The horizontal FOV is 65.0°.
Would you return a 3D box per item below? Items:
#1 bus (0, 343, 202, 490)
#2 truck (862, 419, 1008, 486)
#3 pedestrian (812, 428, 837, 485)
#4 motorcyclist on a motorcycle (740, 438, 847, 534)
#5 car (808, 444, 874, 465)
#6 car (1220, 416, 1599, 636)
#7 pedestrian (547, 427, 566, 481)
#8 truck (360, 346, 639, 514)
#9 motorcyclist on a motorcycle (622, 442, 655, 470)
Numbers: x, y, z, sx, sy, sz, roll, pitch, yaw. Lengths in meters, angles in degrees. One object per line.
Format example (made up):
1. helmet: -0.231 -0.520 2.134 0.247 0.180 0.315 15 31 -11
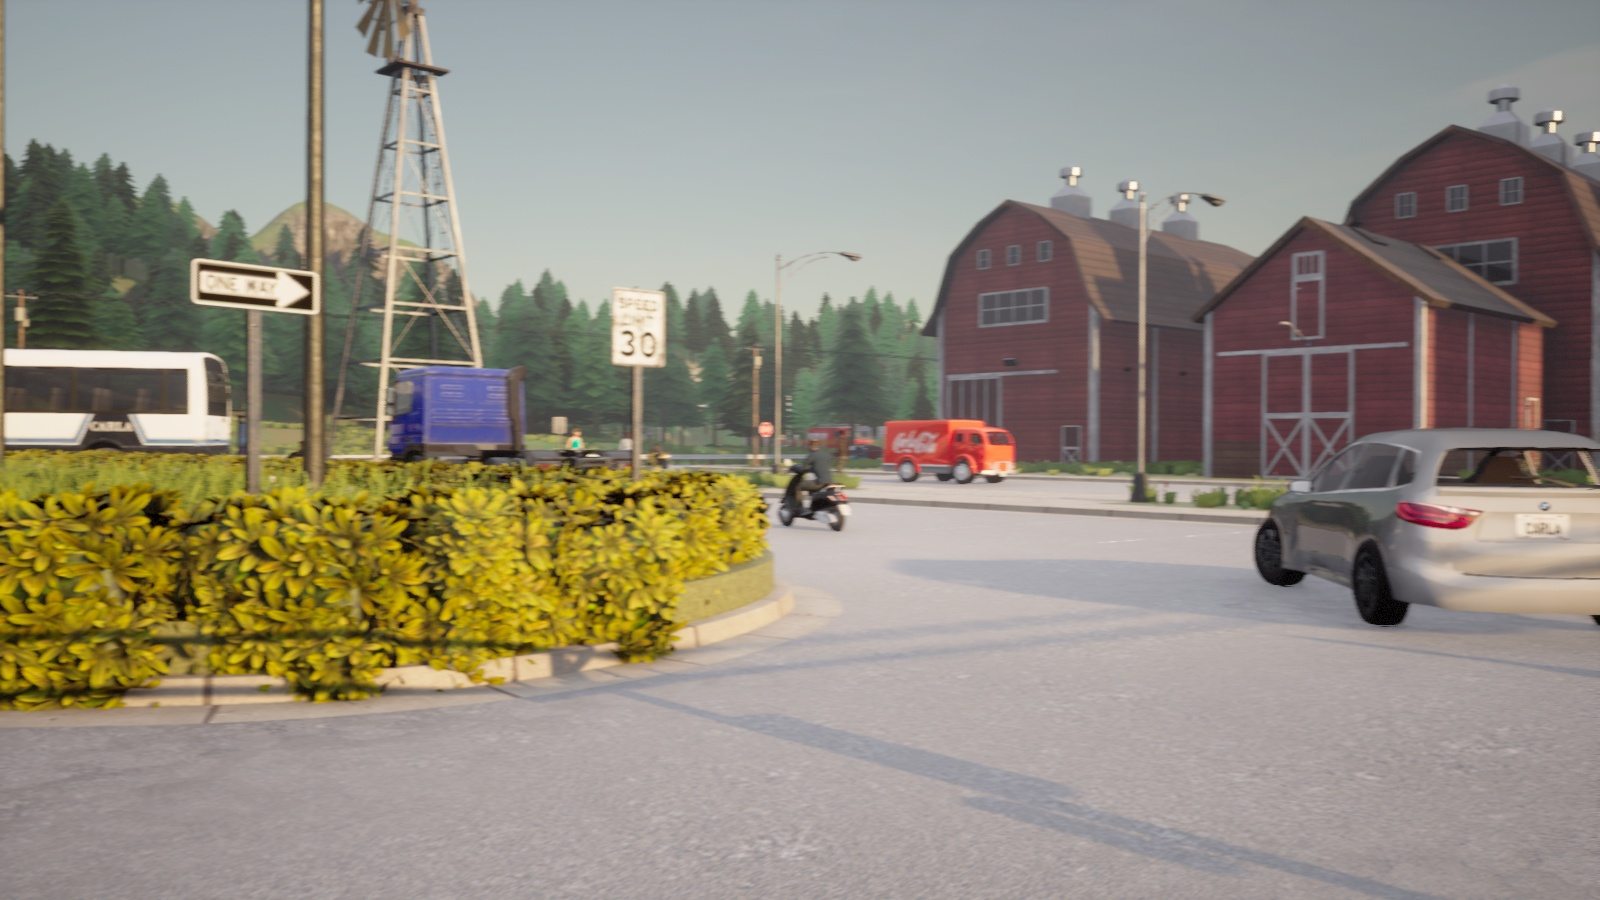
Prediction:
1. bus: -24.279 -0.992 38.236 10.273 4.253 3.944 0 0 -12
2. truck: 5.233 0.067 49.087 2.627 2.467 5.204 0 0 -43
3. pedestrian: 0.794 0.215 40.806 0.703 1.840 0.431 1 0 44
4. motorcyclist on a motorcycle: -0.133 0.595 21.872 0.866 1.590 1.817 0 1 -42
5. car: 3.118 0.302 94.300 5.008 1.535 1.882 0 0 -42
6. car: 5.757 0.577 11.965 2.242 1.667 4.611 1 0 4
7. pedestrian: -8.269 0.135 42.634 0.594 1.836 0.345 1 0 38
8. truck: -7.332 -0.433 29.733 2.891 3.462 7.936 0 0 -43
9. motorcyclist on a motorcycle: -8.928 0.334 69.336 0.797 1.523 2.044 0 0 -43
